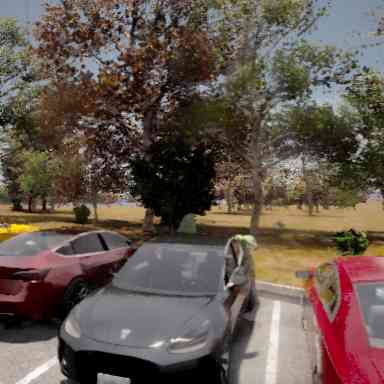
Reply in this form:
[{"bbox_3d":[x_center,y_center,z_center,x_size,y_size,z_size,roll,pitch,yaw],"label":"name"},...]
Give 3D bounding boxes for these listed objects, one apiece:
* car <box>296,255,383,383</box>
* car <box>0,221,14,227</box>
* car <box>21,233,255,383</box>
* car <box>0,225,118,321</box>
[{"bbox_3d":[2.310,1.487,3.846,2.097,1.535,5.008,0,-1,16],"label":"car"},{"bbox_3d":[-7.238,1.477,10.866,2.097,1.535,5.008,0,-1,17],"label":"car"},{"bbox_3d":[-0.091,1.514,5.553,2.163,1.488,4.792,1,-1,16],"label":"car"},{"bbox_3d":[-2.473,1.512,7.367,2.163,1.488,4.792,0,-1,16],"label":"car"}]
